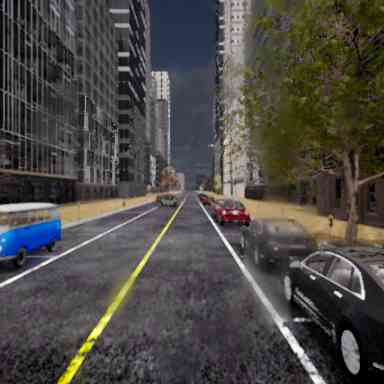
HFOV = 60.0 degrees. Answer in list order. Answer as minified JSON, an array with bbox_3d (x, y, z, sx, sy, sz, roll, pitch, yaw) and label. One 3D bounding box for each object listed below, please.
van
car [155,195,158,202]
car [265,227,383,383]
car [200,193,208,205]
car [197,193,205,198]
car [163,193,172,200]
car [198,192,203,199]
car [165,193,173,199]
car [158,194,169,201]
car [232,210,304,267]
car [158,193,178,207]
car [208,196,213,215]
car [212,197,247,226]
[{"bbox_3d":[-5.711,1.285,10.876,1.690,1.788,3.998,0,0,0],"label":"van"},{"bbox_3d":[-5.817,1.163,62.110,1.887,1.381,4.507,0,0,0],"label":"car"},{"bbox_3d":[2.682,1.523,5.198,2.008,1.369,4.403,0,0,0],"label":"car"},{"bbox_3d":[2.587,1.239,50.737,1.887,1.381,4.507,0,0,0],"label":"car"},{"bbox_3d":[2.504,0.972,90.582,1.947,1.339,4.313,0,0,0],"label":"car"},{"bbox_3d":[-5.853,1.039,79.188,1.887,1.381,4.507,0,0,0],"label":"car"},{"bbox_3d":[2.551,1.141,67.814,1.947,1.339,4.313,0,0,0],"label":"car"},{"bbox_3d":[-5.865,1.018,84.881,1.947,1.339,4.313,0,0,0],"label":"car"},{"bbox_3d":[-5.829,1.160,67.804,1.802,1.307,4.206,0,0,0],"label":"car"},{"bbox_3d":[2.670,1.491,10.891,2.008,1.369,4.403,0,0,0],"label":"car"},{"bbox_3d":[-3.093,1.081,45.744,2.097,1.767,4.553,0,0,0],"label":"car"},{"bbox_3d":[2.634,1.279,27.967,1.967,1.590,4.097,0,0,0],"label":"car"},{"bbox_3d":[2.646,1.313,22.275,1.967,1.590,4.097,0,0,0],"label":"car"}]
